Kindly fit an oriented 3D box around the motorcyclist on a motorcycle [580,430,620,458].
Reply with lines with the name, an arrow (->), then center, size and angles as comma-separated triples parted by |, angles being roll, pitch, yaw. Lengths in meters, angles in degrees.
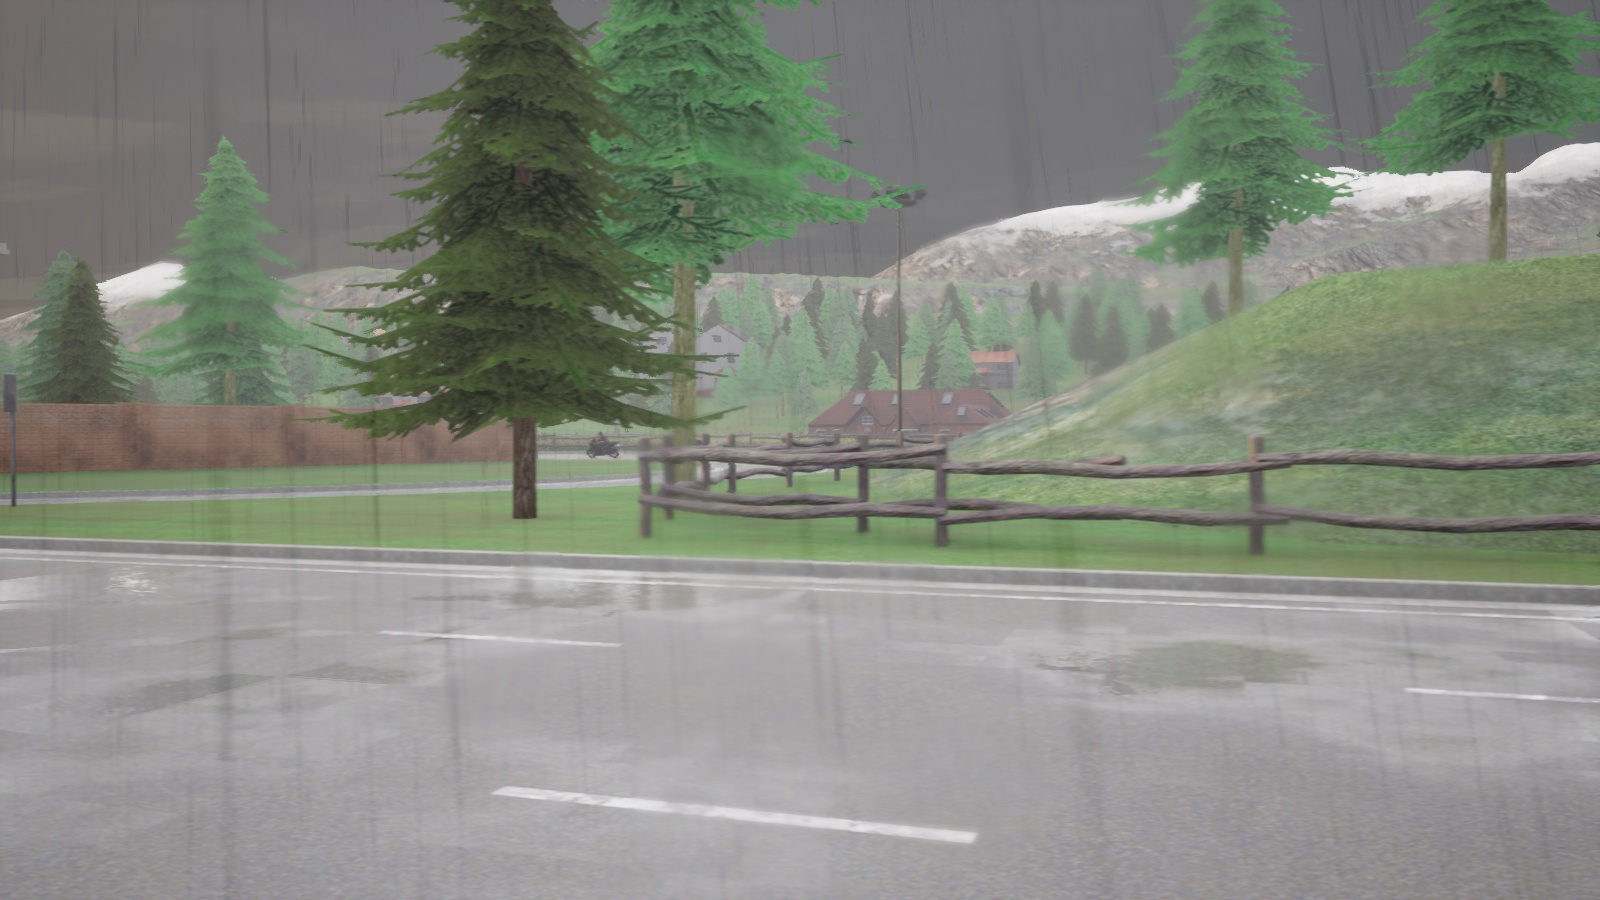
motorcyclist on a motorcycle -> -11.030, -0.343, 69.327 | 2.044, 1.523, 0.797 | 0, 1, 19
